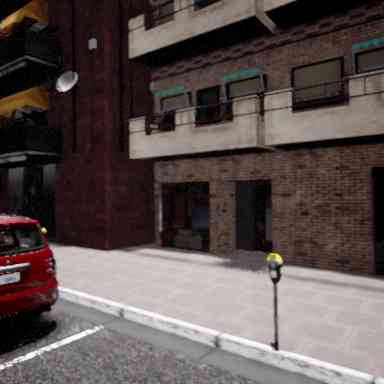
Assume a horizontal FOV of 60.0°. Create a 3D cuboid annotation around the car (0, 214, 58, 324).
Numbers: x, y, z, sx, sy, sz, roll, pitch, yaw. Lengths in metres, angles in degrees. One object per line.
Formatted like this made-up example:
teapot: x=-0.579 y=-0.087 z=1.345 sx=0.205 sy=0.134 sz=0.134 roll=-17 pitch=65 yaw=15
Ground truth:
car: x=-4.522 y=1.307 z=6.116 sx=5.009 sy=1.841 sz=2.192 roll=0 pitch=-1 yaw=36
